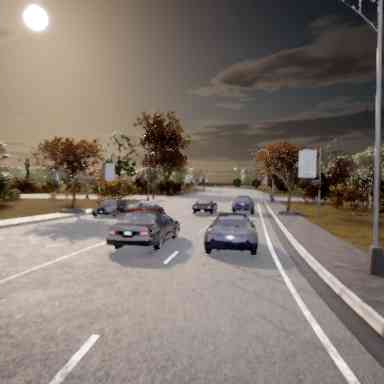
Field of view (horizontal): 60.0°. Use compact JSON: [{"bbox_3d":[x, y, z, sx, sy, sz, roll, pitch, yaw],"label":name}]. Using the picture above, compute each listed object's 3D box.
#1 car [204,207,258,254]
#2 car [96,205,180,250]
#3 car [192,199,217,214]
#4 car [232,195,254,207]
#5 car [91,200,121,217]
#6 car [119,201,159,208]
[{"bbox_3d":[1.640,1.546,13.558,1.994,1.385,4.181,1,0,9],"label":"car"},{"bbox_3d":[-1.867,1.494,14.189,2.033,1.411,5.357,1,0,9],"label":"car"},{"bbox_3d":[1.318,1.355,31.910,1.895,1.301,4.718,1,1,10],"label":"car"},{"bbox_3d":[5.081,1.111,32.990,2.097,1.767,4.553,1,1,10],"label":"car"},{"bbox_3d":[-6.740,1.326,27.897,1.994,1.385,4.181,1,1,10],"label":"car"},{"bbox_3d":[-3.616,1.420,25.550,1.895,1.301,4.718,1,1,10],"label":"car"}]
